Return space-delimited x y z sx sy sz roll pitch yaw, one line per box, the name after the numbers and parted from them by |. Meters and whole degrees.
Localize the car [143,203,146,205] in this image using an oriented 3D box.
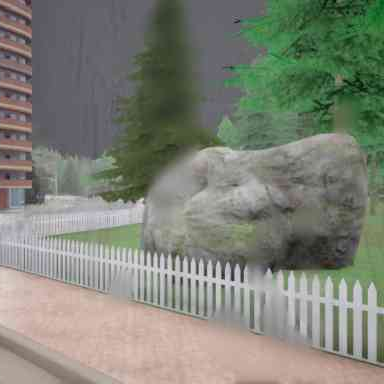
-7.121 1.508 55.220 1.994 1.385 4.181 0 0 -17 | car
